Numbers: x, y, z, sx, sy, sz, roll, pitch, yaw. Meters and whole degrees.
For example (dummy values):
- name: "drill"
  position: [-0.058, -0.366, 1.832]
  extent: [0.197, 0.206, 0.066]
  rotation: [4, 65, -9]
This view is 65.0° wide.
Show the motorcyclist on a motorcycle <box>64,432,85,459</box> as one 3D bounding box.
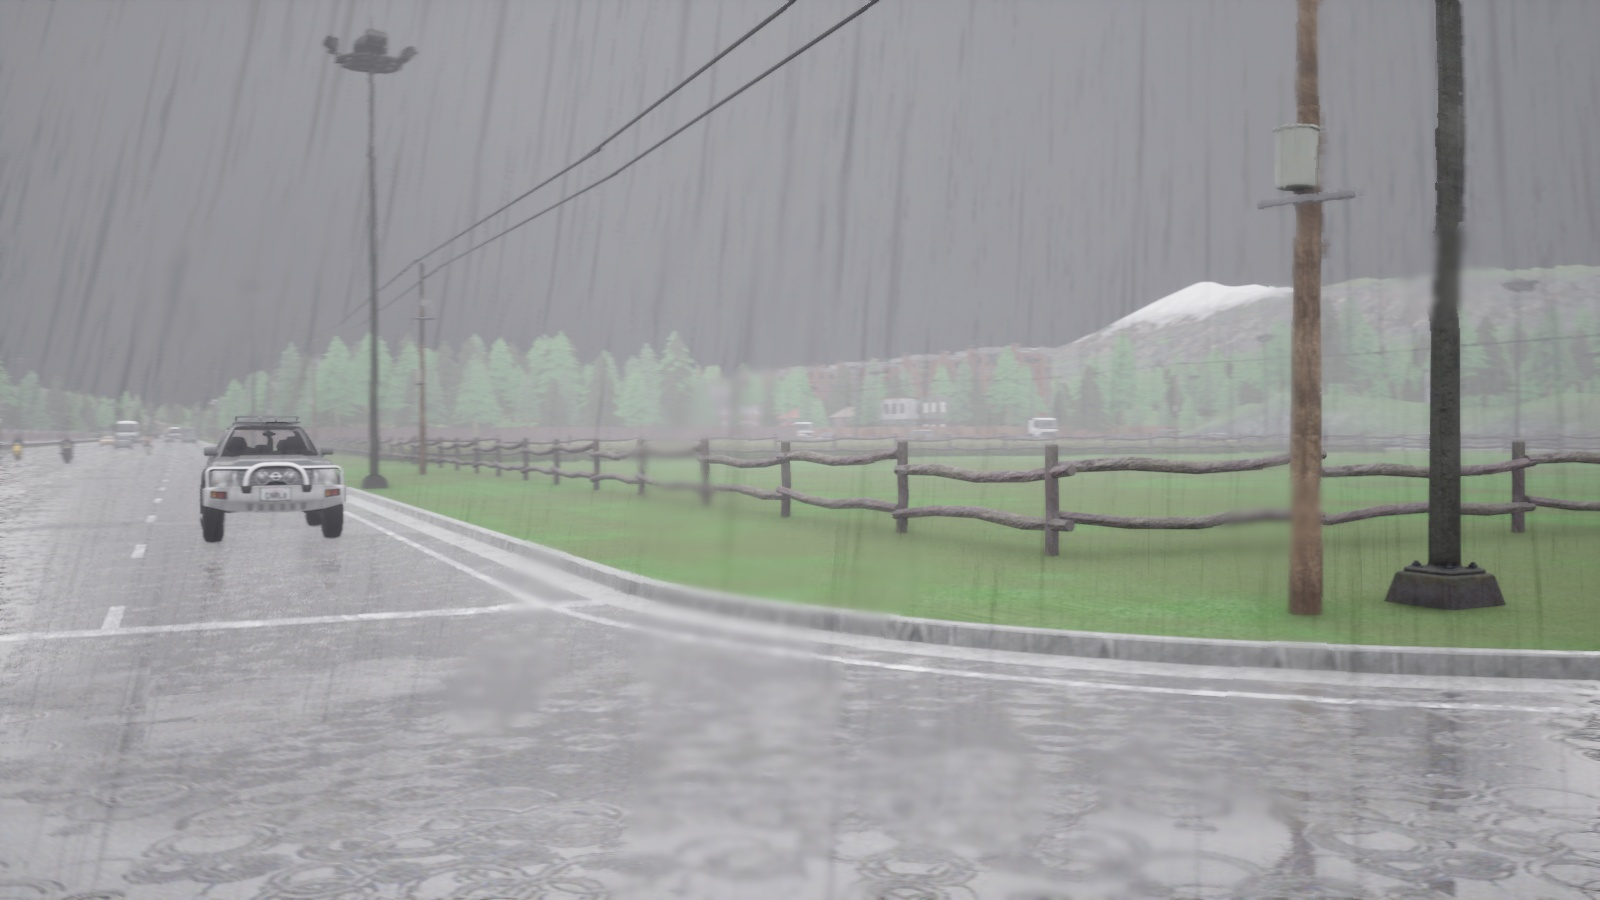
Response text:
- name: "motorcyclist on a motorcycle"
  position: [-40.651, -0.264, 70.375]
  extent: [0.866, 1.530, 2.191]
  rotation: [0, 1, -26]

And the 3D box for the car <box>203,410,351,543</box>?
- name: "car"
  position: [-8.432, 0.338, 20.015]
  extent: [1.932, 1.855, 4.605]
  rotation: [0, 1, -26]
